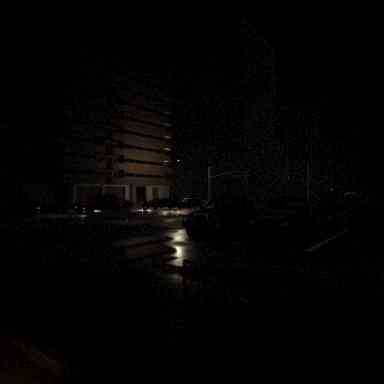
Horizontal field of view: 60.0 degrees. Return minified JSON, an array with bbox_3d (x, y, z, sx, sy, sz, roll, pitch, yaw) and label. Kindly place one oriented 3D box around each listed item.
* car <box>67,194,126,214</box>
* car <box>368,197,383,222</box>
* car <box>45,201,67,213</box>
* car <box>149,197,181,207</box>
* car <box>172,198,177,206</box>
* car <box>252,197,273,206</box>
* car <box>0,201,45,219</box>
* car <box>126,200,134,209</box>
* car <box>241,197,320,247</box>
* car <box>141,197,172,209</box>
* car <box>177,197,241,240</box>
[{"bbox_3d":[-10.295,1.218,36.288,2.150,2.045,5.566,0,0,34],"label":"car"},{"bbox_3d":[15.945,1.395,27.283,1.970,1.475,3.806,0,0,34],"label":"car"},{"bbox_3d":[-15.317,1.597,35.090,1.895,1.301,4.718,0,0,34],"label":"car"},{"bbox_3d":[-4.110,1.543,51.711,2.033,1.411,5.357,0,0,35],"label":"car"},{"bbox_3d":[0.005,1.488,45.002,2.128,1.511,4.902,0,0,34],"label":"car"},{"bbox_3d":[12.101,1.523,56.746,1.812,1.442,4.674,0,0,34],"label":"car"},{"bbox_3d":[-15.400,1.560,28.687,1.994,1.385,4.181,0,0,34],"label":"car"},{"bbox_3d":[-9.942,1.543,43.095,2.033,1.411,5.357,0,0,34],"label":"car"},{"bbox_3d":[3.920,1.156,14.329,1.905,1.878,3.866,0,0,34],"label":"car"},{"bbox_3d":[-4.487,1.544,44.925,2.033,1.411,5.357,0,0,34],"label":"car"},{"bbox_3d":[1.553,1.152,15.995,1.932,1.855,4.605,0,0,34],"label":"car"}]
